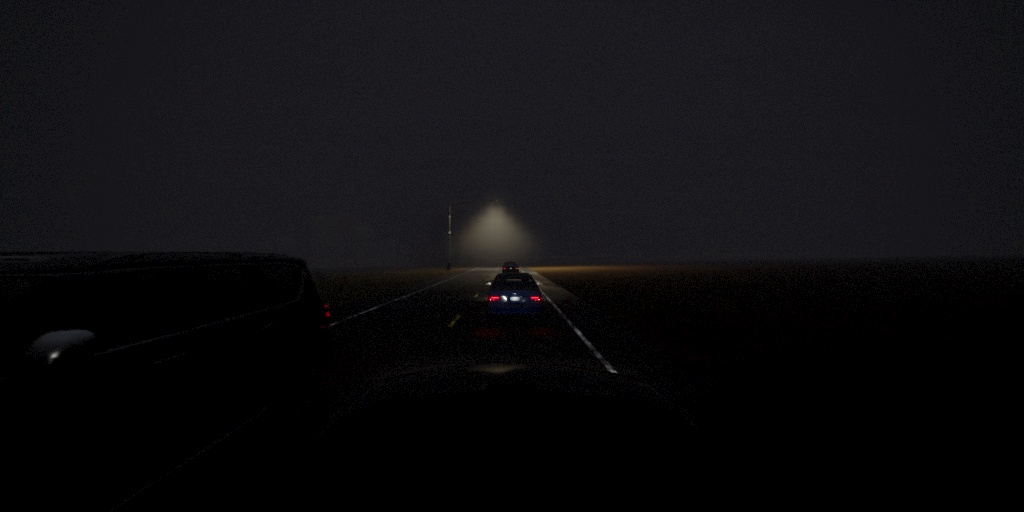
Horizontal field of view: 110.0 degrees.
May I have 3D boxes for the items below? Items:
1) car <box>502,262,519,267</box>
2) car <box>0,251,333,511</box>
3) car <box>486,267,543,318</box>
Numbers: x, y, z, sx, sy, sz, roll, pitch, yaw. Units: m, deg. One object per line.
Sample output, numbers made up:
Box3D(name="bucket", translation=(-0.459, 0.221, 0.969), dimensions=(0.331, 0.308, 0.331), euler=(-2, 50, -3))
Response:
Box3D(name="car", translation=(-0.163, 1.321, 39.138), dimensions=(2.033, 1.411, 5.357), euler=(0, 0, -1))
Box3D(name="car", translation=(-3.602, 0.972, 2.809), dimensions=(2.150, 2.045, 5.566), euler=(0, 0, 0))
Box3D(name="car", translation=(0.072, 1.301, 13.019), dimensions=(2.033, 1.411, 5.357), euler=(0, 0, 0))
